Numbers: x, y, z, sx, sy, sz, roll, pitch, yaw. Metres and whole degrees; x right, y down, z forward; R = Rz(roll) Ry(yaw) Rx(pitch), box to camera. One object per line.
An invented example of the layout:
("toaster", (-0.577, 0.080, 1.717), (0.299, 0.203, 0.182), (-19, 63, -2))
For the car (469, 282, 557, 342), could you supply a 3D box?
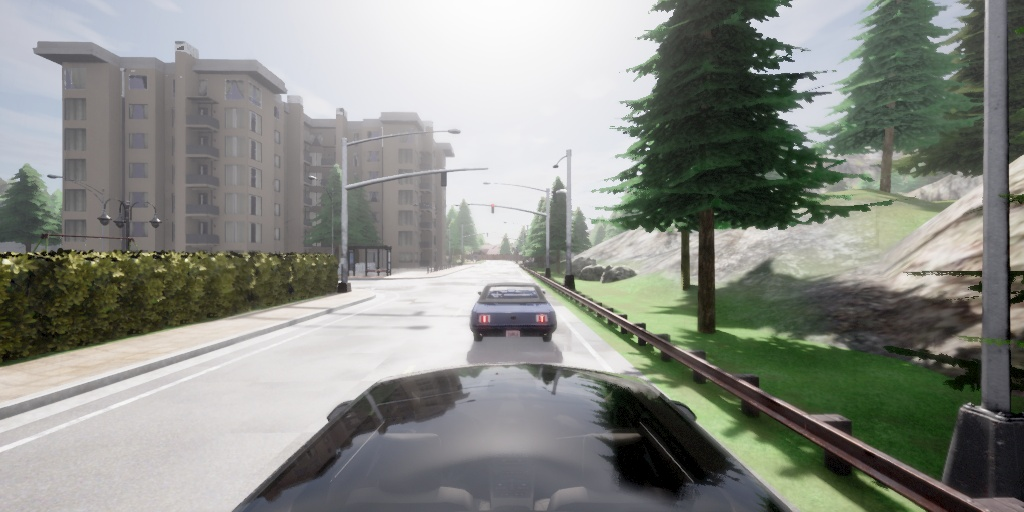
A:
("car", (-0.003, 1.351, 9.771), (1.895, 1.301, 4.718), (0, 0, -1))
